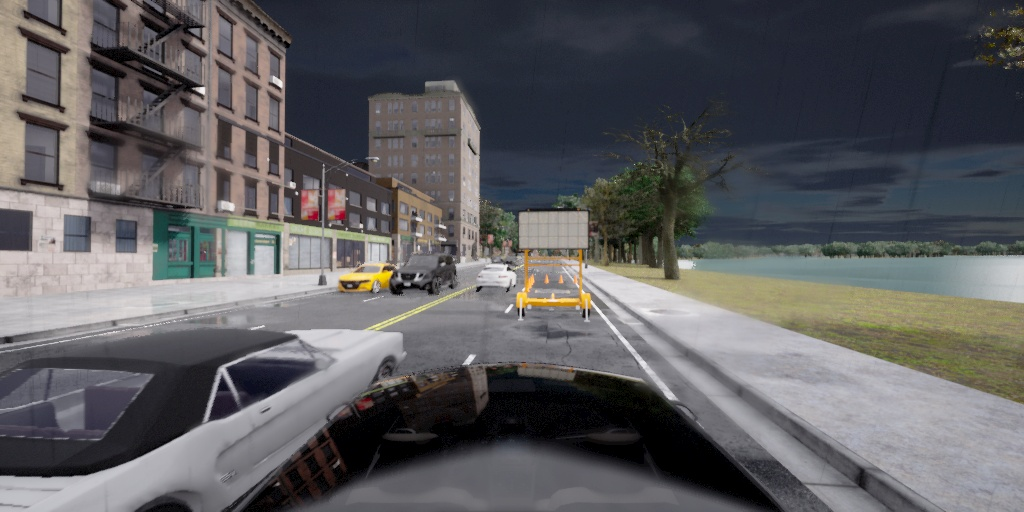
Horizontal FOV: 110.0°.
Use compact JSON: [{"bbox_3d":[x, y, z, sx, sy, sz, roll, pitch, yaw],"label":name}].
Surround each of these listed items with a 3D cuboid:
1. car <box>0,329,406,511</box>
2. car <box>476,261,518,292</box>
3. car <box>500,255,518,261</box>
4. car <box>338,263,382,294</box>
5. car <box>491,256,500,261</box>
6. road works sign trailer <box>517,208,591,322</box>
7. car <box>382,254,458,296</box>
[{"bbox_3d":[-2.733,1.351,3.363,1.895,1.301,4.718,0,0,6],"label":"car"},{"bbox_3d":[-0.841,1.199,20.581,1.812,1.442,4.674,0,0,6],"label":"car"},{"bbox_3d":[-0.219,0.704,57.956,2.097,1.767,4.553,0,0,6],"label":"car"},{"bbox_3d":[-7.654,1.159,19.983,1.882,1.535,5.008,0,1,6],"label":"car"},{"bbox_3d":[-2.640,0.763,65.391,2.128,1.511,4.902,0,1,7],"label":"car"},{"bbox_3d":[1.411,0.187,12.272,2.380,3.560,2.880,0,0,6],"label":"road works sign trailer"},{"bbox_3d":[-4.482,0.905,19.096,2.150,2.045,5.566,0,1,6],"label":"car"}]
